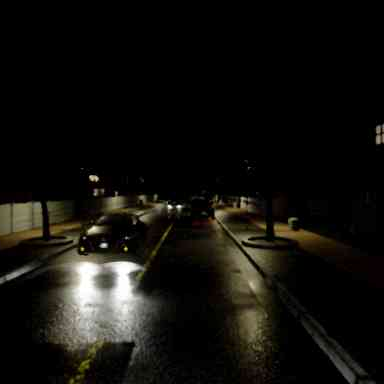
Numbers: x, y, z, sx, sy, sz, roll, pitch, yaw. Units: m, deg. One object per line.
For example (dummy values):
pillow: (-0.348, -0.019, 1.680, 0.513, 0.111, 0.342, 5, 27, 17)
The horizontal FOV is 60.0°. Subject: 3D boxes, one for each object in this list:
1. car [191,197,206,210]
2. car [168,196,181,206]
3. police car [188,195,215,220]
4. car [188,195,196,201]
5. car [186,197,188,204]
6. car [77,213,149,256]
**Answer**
car: (0.825, 1.435, 43.391, 1.837, 1.490, 4.892, 0, 0, 0)
car: (-2.820, 1.458, 53.897, 1.812, 1.442, 4.674, 0, 0, 0)
police car: (0.826, 1.363, 27.498, 1.930, 1.638, 5.238, 0, 0, 0)
car: (0.002, 1.365, 78.810, 1.994, 1.385, 4.181, 0, 0, 0)
car: (0.001, 1.291, 61.852, 2.097, 1.767, 4.553, 0, 0, 0)
car: (-2.849, 1.528, 12.758, 1.994, 1.385, 4.181, 0, 0, 0)
